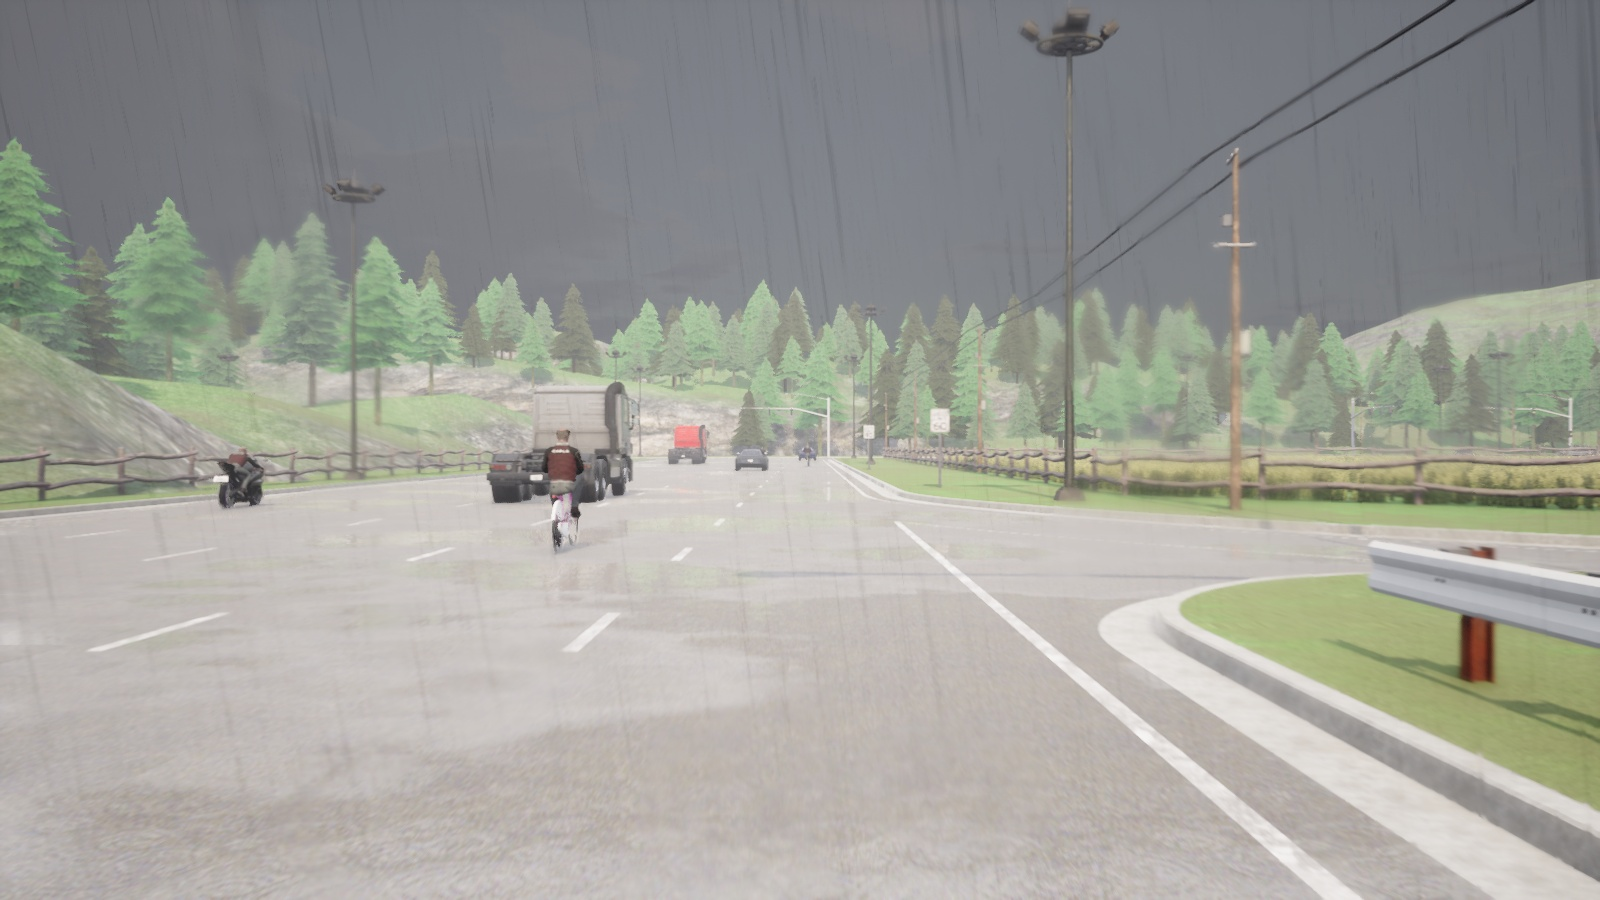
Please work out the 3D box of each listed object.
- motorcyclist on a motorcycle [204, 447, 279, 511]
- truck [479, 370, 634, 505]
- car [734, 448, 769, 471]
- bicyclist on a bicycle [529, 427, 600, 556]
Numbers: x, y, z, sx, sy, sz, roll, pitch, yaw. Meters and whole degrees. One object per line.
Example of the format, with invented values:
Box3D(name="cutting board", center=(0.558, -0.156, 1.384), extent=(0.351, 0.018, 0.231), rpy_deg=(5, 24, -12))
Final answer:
Box3D(name="motorcyclist on a motorcycle", center=(-13.806, 0.684, 31.103), extent=(0.866, 1.530, 2.191), rpy_deg=(0, 0, 0))
Box3D(name="truck", center=(-6.776, -0.341, 36.221), extent=(2.891, 3.462, 7.936), rpy_deg=(0, 0, 0))
Box3D(name="car", center=(-3.033, 0.590, 78.666), extent=(1.994, 1.385, 4.181), rpy_deg=(0, 0, 0))
Box3D(name="bicyclist on a bicycle", center=(-3.380, 0.564, 18.166), extent=(0.659, 1.776, 1.843), rpy_deg=(0, 0, 0))
